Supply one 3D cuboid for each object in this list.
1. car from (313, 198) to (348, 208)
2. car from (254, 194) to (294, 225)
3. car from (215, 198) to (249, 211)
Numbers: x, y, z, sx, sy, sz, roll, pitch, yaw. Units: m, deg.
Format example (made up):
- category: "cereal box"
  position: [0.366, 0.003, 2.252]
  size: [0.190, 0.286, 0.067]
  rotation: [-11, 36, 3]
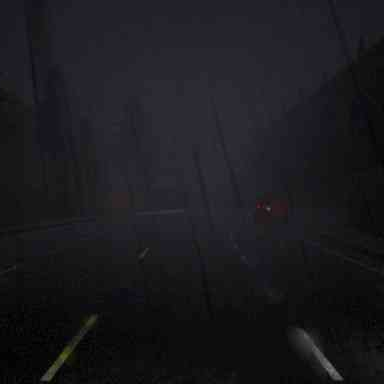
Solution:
- category: "car"
  position: [19.374, 1.499, 45.792]
  size: [5.357, 1.411, 2.033]
  rotation: [0, 0, -20]
- category: "car"
  position: [5.977, 1.195, 24.032]
  size: [2.150, 2.045, 5.566]
  rotation: [0, 0, 22]
- category: "car"
  position: [4.921, 1.448, 40.497]
  size: [4.902, 1.511, 2.128]
  rotation: [0, 0, -43]
